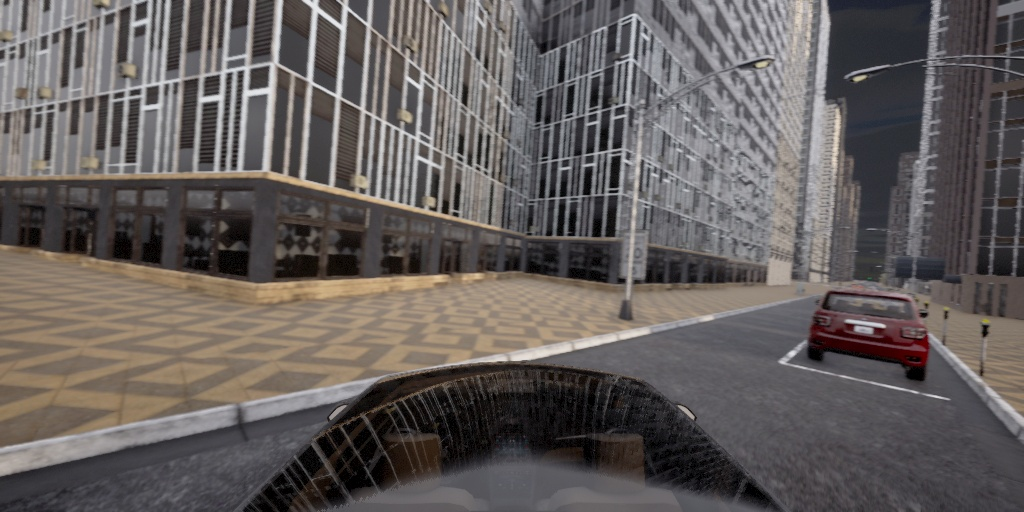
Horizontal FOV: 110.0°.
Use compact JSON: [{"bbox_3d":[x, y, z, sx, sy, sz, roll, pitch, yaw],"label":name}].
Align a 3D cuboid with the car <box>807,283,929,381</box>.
[{"bbox_3d":[9.061,1.770,9.269,5.009,1.841,2.192,0,0,-45],"label":"car"}]
